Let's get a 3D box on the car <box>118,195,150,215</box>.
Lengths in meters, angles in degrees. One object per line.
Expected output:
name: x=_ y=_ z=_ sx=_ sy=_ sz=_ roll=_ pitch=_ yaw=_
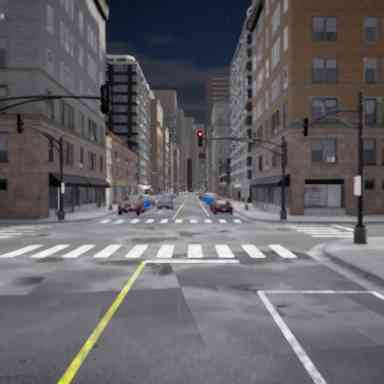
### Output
car: x=-5.665 y=1.178 z=31.728 sx=2.192 sy=1.841 sz=5.009 roll=0 pitch=0 yaw=0

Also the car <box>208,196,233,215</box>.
car: x=2.861 y=1.408 z=31.727 sx=1.887 sy=1.381 sz=4.507 roll=0 pitch=0 yaw=0

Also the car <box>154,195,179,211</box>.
car: x=-2.997 y=1.398 z=38.724 sx=2.033 sy=1.411 sz=5.357 roll=0 pitch=0 yaw=0

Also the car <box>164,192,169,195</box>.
car: x=-5.661 y=1.189 z=59.235 sx=1.967 sy=1.590 sz=4.097 roll=0 pitch=0 yaw=0

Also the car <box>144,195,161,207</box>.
car: x=-5.663 y=1.235 z=48.232 sx=1.967 sy=1.590 sz=4.097 roll=0 pitch=0 yaw=0

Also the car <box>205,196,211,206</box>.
car: x=2.862 y=1.407 z=37.228 sx=1.947 sy=1.339 sz=4.313 roll=0 pitch=0 yaw=0

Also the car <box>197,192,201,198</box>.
car: x=2.868 y=1.241 z=81.239 sx=1.802 sy=1.307 sz=4.206 roll=0 pitch=0 yaw=0

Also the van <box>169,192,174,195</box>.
van: x=-5.659 y=1.022 z=75.739 sx=1.690 sy=1.788 sz=3.998 roll=0 pitch=0 yaw=0

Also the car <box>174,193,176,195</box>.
car: x=-5.658 y=1.210 z=81.240 sx=2.008 sy=1.369 sz=4.403 roll=0 pitch=0 yaw=0

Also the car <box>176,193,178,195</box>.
car: x=-5.656 y=1.181 z=92.243 sx=1.947 sy=1.339 sz=4.313 roll=0 pitch=0 yaw=0

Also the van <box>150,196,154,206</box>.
van: x=-5.664 y=1.182 z=37.229 sx=1.690 sy=1.788 sz=3.998 roll=0 pitch=0 yaw=0

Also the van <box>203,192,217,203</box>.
van: x=2.863 y=1.136 z=48.230 sx=1.690 sy=1.788 sz=3.998 roll=0 pitch=0 yaw=0

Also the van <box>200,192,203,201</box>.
van: x=2.864 y=1.090 z=59.233 sx=1.690 sy=1.788 sz=3.998 roll=0 pitch=0 yaw=0

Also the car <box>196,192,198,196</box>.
car: x=2.868 y=0.952 z=86.739 sx=2.192 sy=1.841 sz=5.009 roll=0 pitch=0 yaw=0

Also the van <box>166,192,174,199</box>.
van: x=-5.657 y=0.978 z=86.741 sx=1.690 sy=1.788 sz=3.998 roll=0 pitch=0 yaw=0
